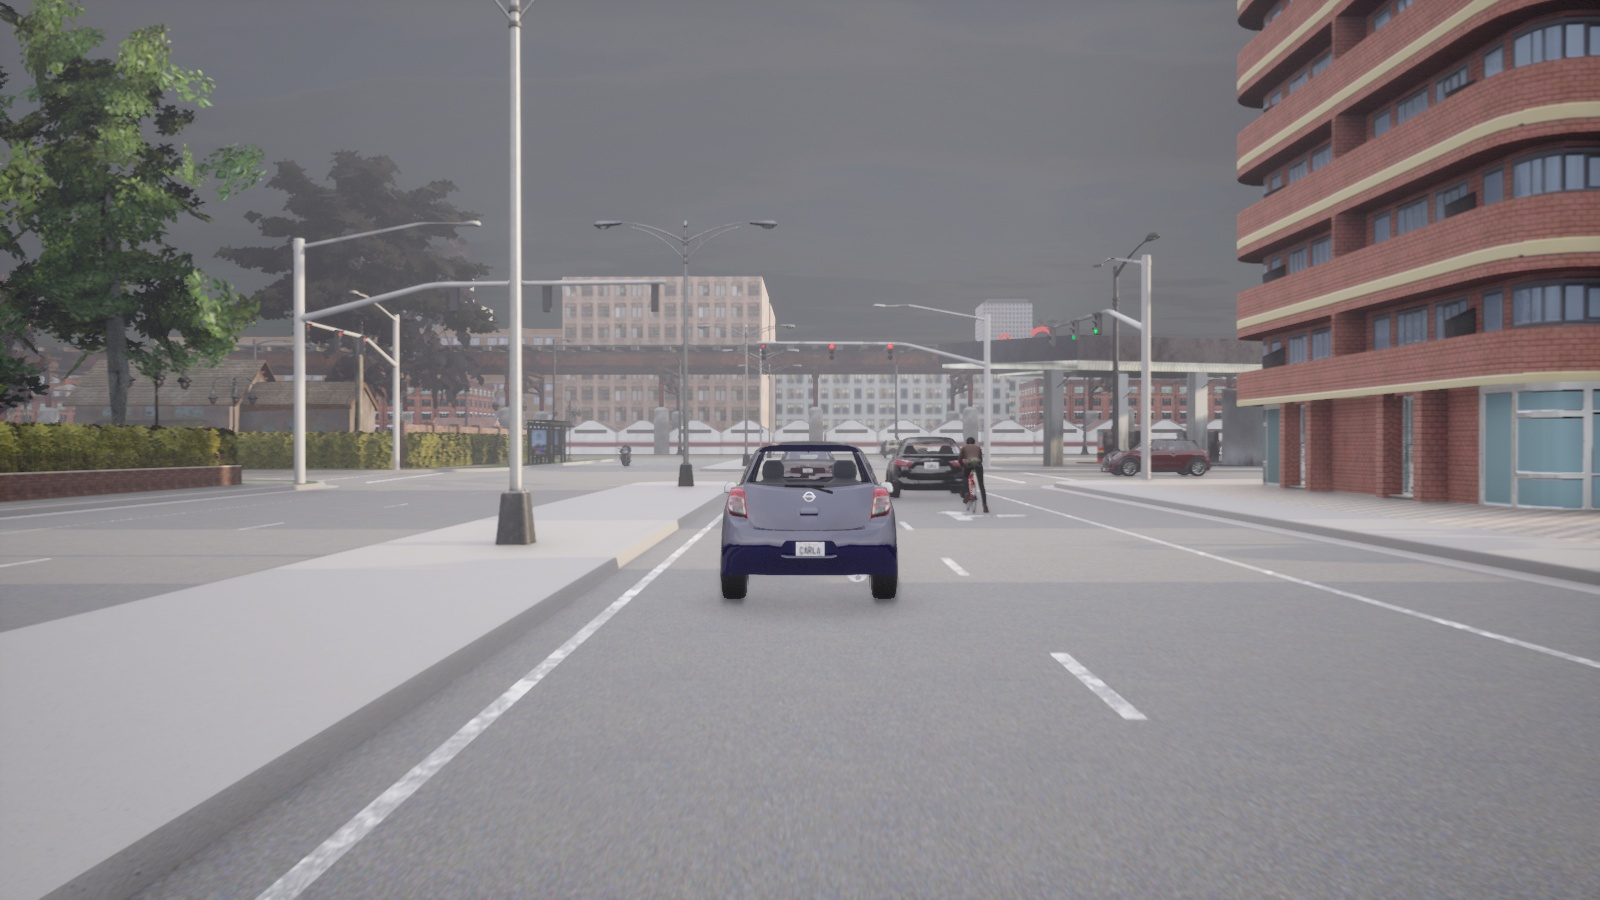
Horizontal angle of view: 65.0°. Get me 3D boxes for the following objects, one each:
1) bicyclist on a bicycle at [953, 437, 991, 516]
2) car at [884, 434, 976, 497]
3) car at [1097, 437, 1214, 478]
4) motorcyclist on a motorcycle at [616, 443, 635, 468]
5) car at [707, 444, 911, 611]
[{"bbox_3d":[3.663,0.549,26.827,0.582,1.620,1.656,1,0,0],"label":"bicyclist on a bicycle"},{"bbox_3d":[3.558,0.395,35.240,2.242,1.667,4.611,0,0,2],"label":"car"},{"bbox_3d":[15.677,0.305,55.554,4.553,1.767,2.097,0,0,-1],"label":"car"},{"bbox_3d":[-11.034,0.326,79.398,0.866,1.530,2.191,0,0,0],"label":"motorcyclist on a motorcycle"},{"bbox_3d":[0.090,0.686,13.143,1.845,1.501,3.633,0,0,0],"label":"car"}]
